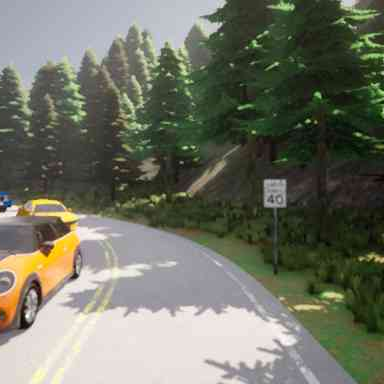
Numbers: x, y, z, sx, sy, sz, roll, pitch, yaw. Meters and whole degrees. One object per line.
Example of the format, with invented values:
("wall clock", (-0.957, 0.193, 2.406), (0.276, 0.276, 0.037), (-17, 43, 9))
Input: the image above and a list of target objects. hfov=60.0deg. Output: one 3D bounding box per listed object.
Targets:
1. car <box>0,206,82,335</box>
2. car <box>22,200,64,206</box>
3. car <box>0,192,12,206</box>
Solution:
("car", (-3.806, 1.355, 6.856), (2.097, 1.767, 4.553), (0, 1, -5))
("car", (-7.179, 1.166, 16.334), (1.882, 1.535, 5.008), (1, 2, -37))
("car", (-15.103, 0.213, 23.021), (5.566, 2.045, 2.150), (5, 1, 22))
